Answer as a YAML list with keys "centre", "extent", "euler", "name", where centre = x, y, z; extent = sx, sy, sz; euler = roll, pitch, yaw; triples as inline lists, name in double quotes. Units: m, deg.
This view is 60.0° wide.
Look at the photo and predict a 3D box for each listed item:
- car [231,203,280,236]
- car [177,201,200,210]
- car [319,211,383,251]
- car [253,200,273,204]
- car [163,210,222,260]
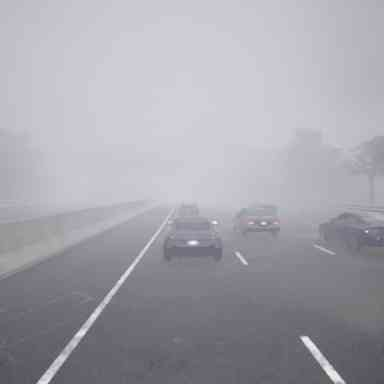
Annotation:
- centre: [3.425, 1.563, 18.630]
  extent: [2.033, 1.411, 5.357]
  euler: [0, 0, -1]
  name: "car"
- centre: [-0.317, 1.543, 29.695]
  extent: [2.128, 1.511, 4.902]
  euler: [0, 0, -1]
  name: "car"
- centre: [6.991, 1.534, 13.929]
  extent: [1.812, 1.442, 4.674]
  euler: [0, 0, -1]
  name: "car"
- centre: [6.632, 1.535, 31.715]
  extent: [1.882, 1.535, 5.008]
  euler: [0, 0, -2]
  name: "car"
- centre: [0.007, 1.574, 12.509]
  extent: [1.994, 1.385, 4.181]
  euler: [0, 0, -1]
  name: "car"
